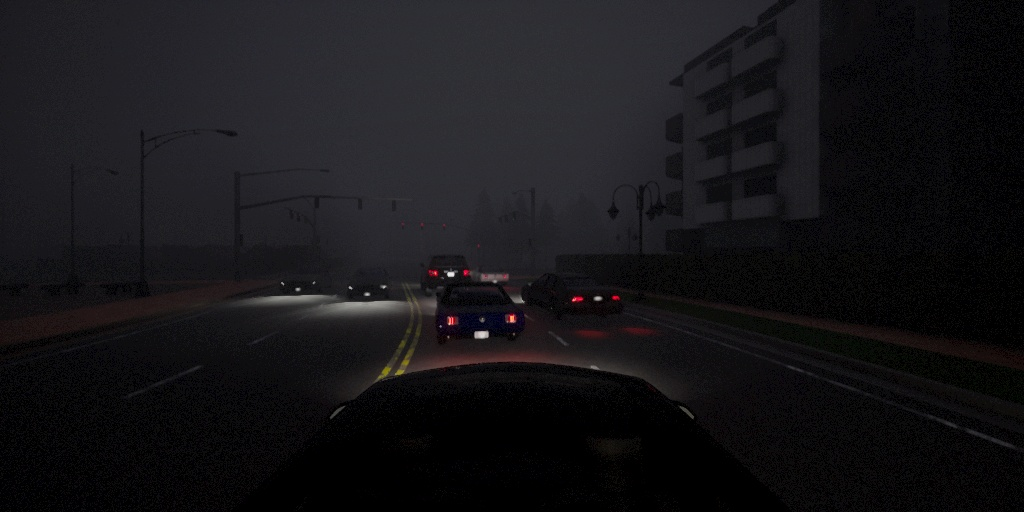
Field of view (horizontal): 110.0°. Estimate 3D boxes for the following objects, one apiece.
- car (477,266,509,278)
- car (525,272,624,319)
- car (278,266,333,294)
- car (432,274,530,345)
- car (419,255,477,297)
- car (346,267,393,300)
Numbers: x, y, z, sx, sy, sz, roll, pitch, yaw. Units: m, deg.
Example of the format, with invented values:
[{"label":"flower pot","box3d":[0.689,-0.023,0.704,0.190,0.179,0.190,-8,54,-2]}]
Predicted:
[{"label":"car","box3d":[-1.696,1.318,24.630,1.895,1.301,4.718,0,0,-16]},{"label":"car","box3d":[1.845,1.281,12.768,2.033,1.411,5.357,0,0,-15]},{"label":"car","box3d":[-11.506,1.270,20.428,2.033,1.411,5.357,0,0,-18]},{"label":"car","box3d":[-1.078,1.339,9.590,1.895,1.301,4.718,0,0,-12]},{"label":"car","box3d":[-3.614,0.946,19.024,2.150,2.045,5.566,0,0,-18]},{"label":"car","box3d":[-7.092,1.273,18.125,2.033,1.411,5.357,0,0,-18]}]
